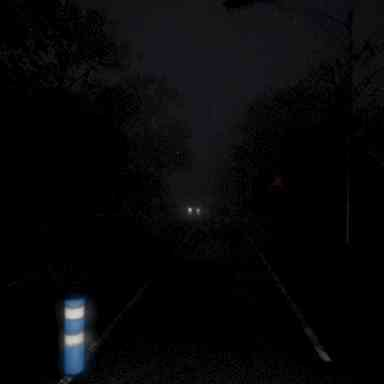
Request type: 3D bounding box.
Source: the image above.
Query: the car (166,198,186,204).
[{"bbox_3d":[-4.170,2.318,88.203,4.892,1.521,2.231,1,-2,4],"label":"car"}]

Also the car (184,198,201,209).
[{"bbox_3d":[0.454,1.881,52.488,2.033,1.411,5.357,1,0,4],"label":"car"}]

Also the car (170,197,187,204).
[{"bbox_3d":[-3.818,2.389,93.742,4.553,1.767,2.185,1,-2,4],"label":"car"}]

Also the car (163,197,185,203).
[{"bbox_3d":[-4.167,2.229,85.429,5.366,1.575,1.946,1,-2,4],"label":"car"}]

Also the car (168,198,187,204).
[{"bbox_3d":[-3.983,2.411,90.967,5.008,1.535,2.097,1,-2,4],"label":"car"}]
